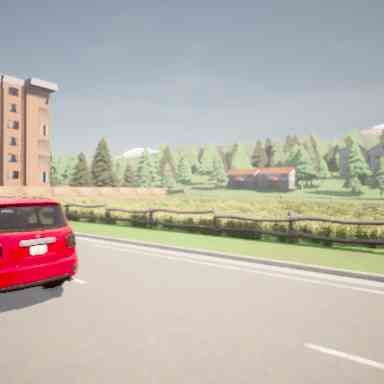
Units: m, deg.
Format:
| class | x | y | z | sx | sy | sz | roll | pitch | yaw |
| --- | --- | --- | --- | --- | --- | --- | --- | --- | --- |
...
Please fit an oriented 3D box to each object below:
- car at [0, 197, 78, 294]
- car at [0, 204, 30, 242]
| class | x | y | z | sx | sy | sz | roll | pitch | yaw |
| --- | --- | --- | --- | --- | --- | --- | --- | --- | --- |
| car | -4.947 | 1.121 | 7.636 | 5.566 | 2.045 | 2.150 | 1 | 0 | 36 |
| car | -9.580 | 1.328 | 15.377 | 4.674 | 1.442 | 1.812 | 1 | 0 | 36 |
